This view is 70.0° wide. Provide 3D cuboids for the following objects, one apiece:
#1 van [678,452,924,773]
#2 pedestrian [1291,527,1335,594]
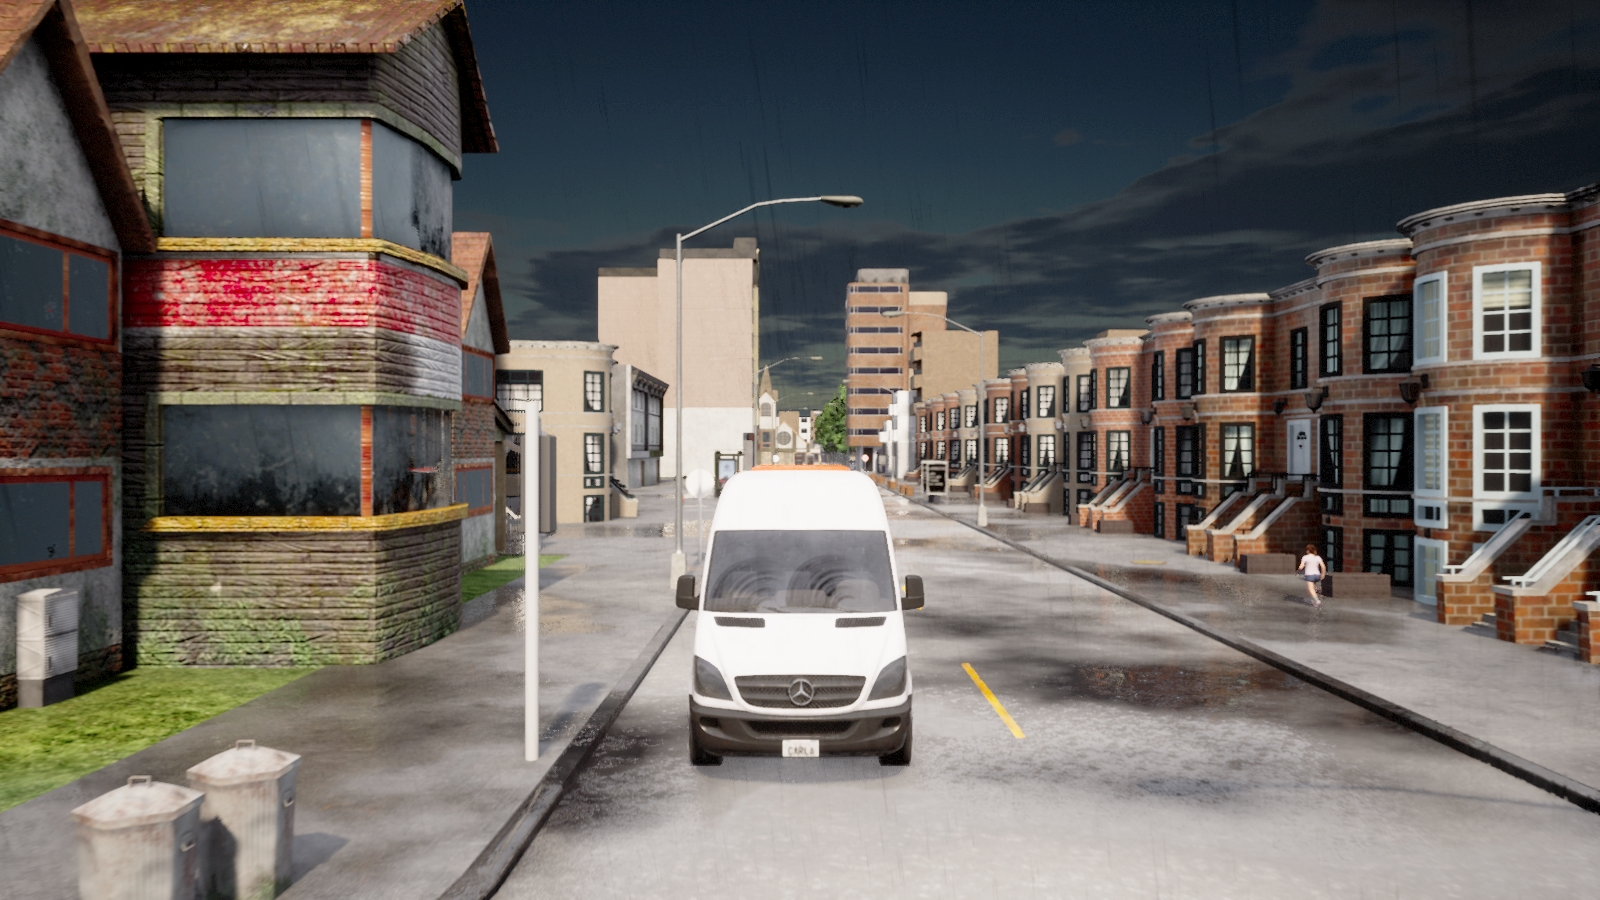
[{"bbox_3d":[0.009,1.316,12.164,1.988,2.561,5.915,0,0,0],"label":"van"},{"bbox_3d":[8.898,1.907,19.816,0.500,1.100,0.500,0,0,-8],"label":"pedestrian"}]
